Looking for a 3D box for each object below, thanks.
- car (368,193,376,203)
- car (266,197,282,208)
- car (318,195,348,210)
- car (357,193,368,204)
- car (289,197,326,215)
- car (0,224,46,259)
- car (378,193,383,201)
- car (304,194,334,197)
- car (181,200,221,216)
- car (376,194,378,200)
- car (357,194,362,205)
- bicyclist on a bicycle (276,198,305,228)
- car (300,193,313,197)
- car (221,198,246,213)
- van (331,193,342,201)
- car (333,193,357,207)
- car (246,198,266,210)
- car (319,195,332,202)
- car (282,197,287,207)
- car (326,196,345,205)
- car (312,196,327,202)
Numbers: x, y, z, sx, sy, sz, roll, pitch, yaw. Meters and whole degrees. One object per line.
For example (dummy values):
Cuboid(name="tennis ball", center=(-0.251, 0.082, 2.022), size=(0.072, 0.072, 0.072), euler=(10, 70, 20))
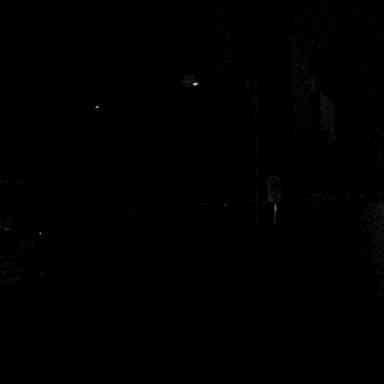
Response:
Cuboid(name="car", center=(33.333, 1.100, 63.883), size=(2.192, 1.841, 5.009), euler=(0, 0, 35))
Cuboid(name="car", center=(10.175, 1.427, 45.429), size=(1.752, 1.417, 4.829), euler=(0, 0, 35))
Cuboid(name="car", center=(17.275, 1.378, 40.708), size=(1.887, 1.381, 4.507), euler=(0, 0, 35))
Cuboid(name="car", center=(26.909, 1.118, 54.613), size=(2.192, 1.841, 5.009), euler=(0, 0, 35))
Cuboid(name="car", center=(10.852, 1.425, 31.438), size=(1.947, 1.339, 4.313), euler=(0, 0, 35))
Cuboid(name="car", center=(-7.010, 1.462, 10.158), size=(2.128, 1.511, 4.902), euler=(-1, 0, 35))
Cuboid(name="car", center=(42.969, 1.360, 77.785), size=(1.802, 1.307, 4.206), euler=(-1, 0, 35))
Cuboid(name="car", center=(17.421, 1.337, 45.431), size=(2.128, 1.511, 4.902), euler=(-1, 0, 35))
Cuboid(name="car", center=(0.636, 1.525, 31.663), size=(1.802, 1.307, 4.206), euler=(0, 0, 35))
Cuboid(name="car", center=(36.642, 1.303, 68.656), size=(1.752, 1.417, 4.829), euler=(-1, 0, 35))
Cuboid(name="car", center=(23.698, 1.379, 49.977), size=(1.947, 1.339, 4.313), euler=(0, 0, 35))
Cuboid(name="bicyclist on a bicycle", center=(5.379, 1.177, 18.341), size=(1.656, 1.620, 0.582), euler=(-1, 0, 35))
Cuboid(name="car", center=(19.908, 1.416, 59.475), size=(1.887, 1.381, 4.507), euler=(0, 0, 35))
Cuboid(name="car", center=(3.847, 1.367, 36.298), size=(1.967, 1.590, 4.097), euler=(0, 0, 35))
Cuboid(name="van", center=(35.967, 1.187, 82.653), size=(1.690, 1.788, 3.998), euler=(-1, 0, 35))
Cuboid(name="car", center=(20.486, 1.137, 45.344), size=(2.192, 1.841, 5.009), euler=(0, 0, 35))
Cuboid(name="car", center=(7.060, 1.495, 40.934), size=(1.802, 1.307, 4.206), euler=(0, 0, 35))
Cuboid(name="car", center=(29.545, 1.428, 73.380), size=(1.802, 1.307, 4.206), euler=(0, 0, 35))
Cuboid(name="car", center=(13.484, 1.456, 50.205), size=(1.947, 1.339, 4.313), euler=(0, 0, 35))
Cuboid(name="car", center=(23.279, 1.354, 53.886), size=(1.812, 1.442, 4.674), euler=(-1, 0, 35))
Cuboid(name="car", center=(26.333, 1.419, 68.746), size=(1.947, 1.339, 4.313), euler=(0, 0, 35))
